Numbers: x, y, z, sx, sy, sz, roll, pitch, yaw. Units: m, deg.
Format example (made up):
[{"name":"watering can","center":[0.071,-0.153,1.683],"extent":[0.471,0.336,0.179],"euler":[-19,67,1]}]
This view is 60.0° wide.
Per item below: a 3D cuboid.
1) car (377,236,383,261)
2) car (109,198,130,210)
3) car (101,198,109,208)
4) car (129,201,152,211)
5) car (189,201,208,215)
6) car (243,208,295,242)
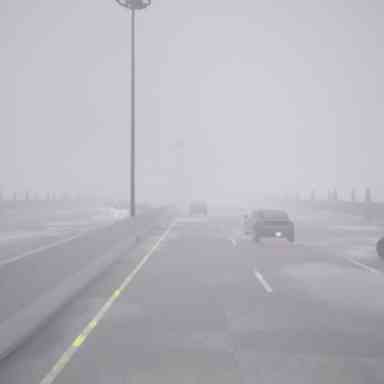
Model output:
[{"name":"car","center":[7.212,1.585,9.440],"extent":[1.812,1.442,4.674],"euler":[0,0,1]},{"name":"car","center":[-9.784,1.746,47.340],"extent":[2.128,1.511,4.902],"euler":[0,-1,1]},{"name":"car","center":[-13.156,1.789,53.593],"extent":[1.837,1.490,4.892],"euler":[0,0,2]},{"name":"car","center":[-6.376,1.833,43.152],"extent":[1.895,1.301,4.718],"euler":[0,0,1]},{"name":"car","center":[0.678,1.691,35.911],"extent":[2.128,1.511,4.902],"euler":[0,0,1]},{"name":"car","center":[3.836,1.603,17.013],"extent":[1.837,1.490,4.892],"euler":[0,0,1]}]
